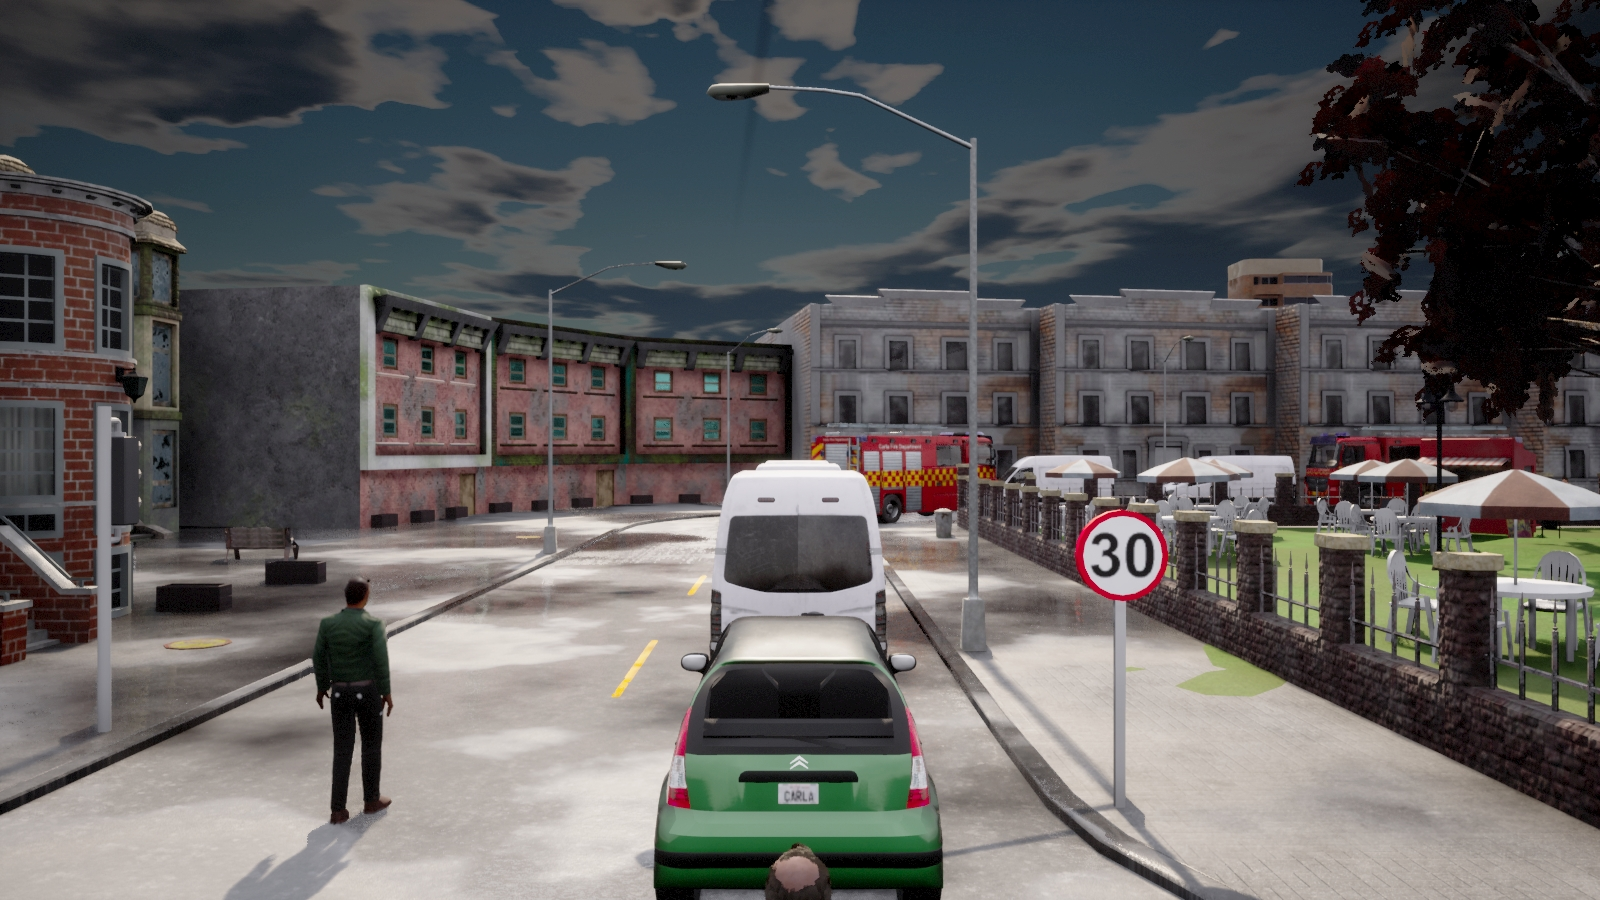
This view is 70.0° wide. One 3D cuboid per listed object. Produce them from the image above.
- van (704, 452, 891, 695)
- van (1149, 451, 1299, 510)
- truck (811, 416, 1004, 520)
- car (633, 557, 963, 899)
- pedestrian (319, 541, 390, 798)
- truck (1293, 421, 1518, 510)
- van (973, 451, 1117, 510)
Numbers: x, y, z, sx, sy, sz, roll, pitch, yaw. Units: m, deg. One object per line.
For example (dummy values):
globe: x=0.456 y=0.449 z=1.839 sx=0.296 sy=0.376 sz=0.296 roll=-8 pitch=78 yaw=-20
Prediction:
van: x=-0.025 y=1.315 z=15.105 sx=1.988 sy=2.561 sz=5.915 roll=0 pitch=0 yaw=0
van: x=18.656 y=1.314 z=50.452 sx=5.915 sy=2.561 sz=1.988 roll=0 pitch=0 yaw=0
truck: x=4.502 y=0.672 z=46.247 sx=8.468 sy=3.827 sz=2.891 roll=0 pitch=0 yaw=-43
car: x=-0.015 y=1.779 z=8.404 sx=1.851 sy=1.617 sz=3.988 roll=0 pitch=0 yaw=0
pedestrian: x=-3.347 y=1.628 z=8.595 sx=0.375 sy=1.860 sz=0.375 roll=0 pitch=0 yaw=5
truck: x=26.739 y=0.670 z=50.713 sx=8.468 sy=3.827 sz=2.891 roll=0 pitch=0 yaw=0
van: x=10.768 y=1.314 z=50.430 sx=5.915 sy=2.561 sz=1.988 roll=0 pitch=0 yaw=0
